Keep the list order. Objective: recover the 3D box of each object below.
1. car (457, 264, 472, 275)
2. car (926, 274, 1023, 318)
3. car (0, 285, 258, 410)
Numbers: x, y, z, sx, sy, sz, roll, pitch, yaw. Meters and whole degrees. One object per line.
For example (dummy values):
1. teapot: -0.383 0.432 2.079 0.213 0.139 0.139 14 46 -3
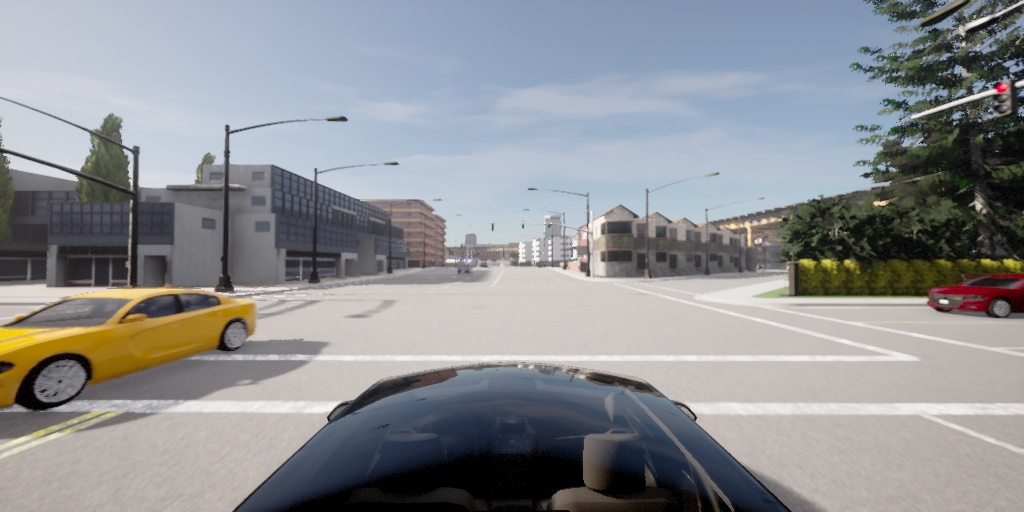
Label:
1. car: -6.980 2.029 53.202 2.128 1.511 4.902 0 1 0
2. car: 18.533 1.416 13.301 5.008 1.535 1.882 0 -1 0
3. car: -6.997 1.341 6.450 1.882 1.535 5.008 0 -1 0
